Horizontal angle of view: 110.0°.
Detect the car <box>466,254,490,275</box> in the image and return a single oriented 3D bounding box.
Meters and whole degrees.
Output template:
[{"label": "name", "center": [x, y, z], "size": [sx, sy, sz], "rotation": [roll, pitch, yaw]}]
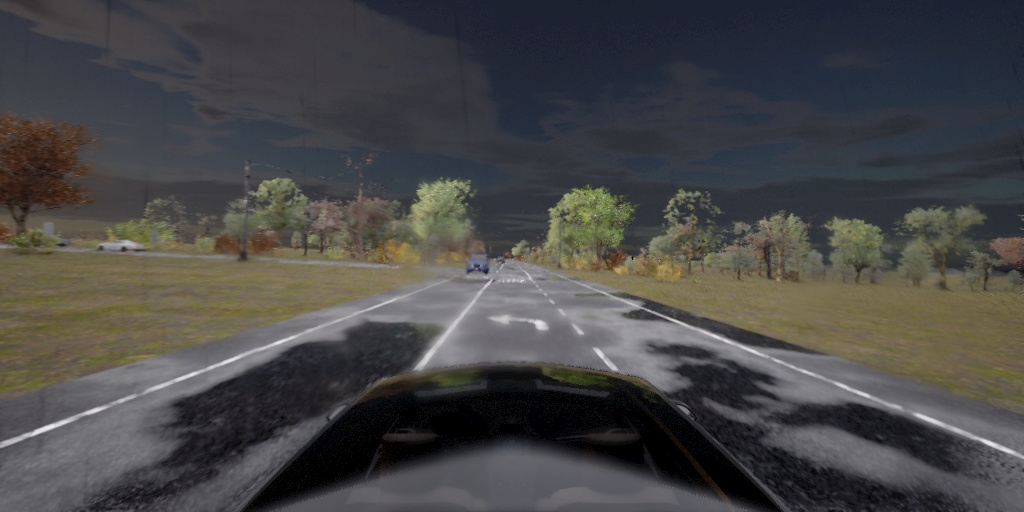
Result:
[{"label": "car", "center": [-3.453, 0.835, 37.661], "size": [2.150, 2.045, 5.566], "rotation": [2, 1, 0]}]
